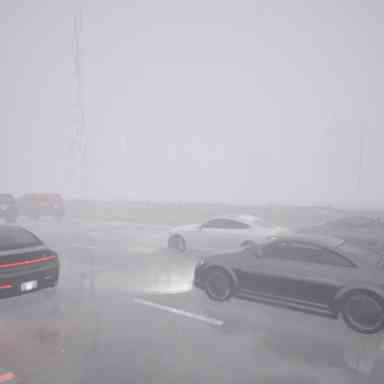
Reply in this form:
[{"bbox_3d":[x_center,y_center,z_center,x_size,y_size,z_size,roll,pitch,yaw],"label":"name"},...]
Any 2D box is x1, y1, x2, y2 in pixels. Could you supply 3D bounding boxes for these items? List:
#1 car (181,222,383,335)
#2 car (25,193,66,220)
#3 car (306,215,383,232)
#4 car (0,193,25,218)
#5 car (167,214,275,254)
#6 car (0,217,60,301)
[{"bbox_3d":[2.100,1.554,6.792,4.181,1.385,1.994,0,0,35],"label":"car"},{"bbox_3d":[-11.950,1.108,25.407,5.566,2.045,2.150,0,0,35],"label":"car"},{"bbox_3d":[6.073,1.553,12.557,4.181,1.385,1.994,0,0,35],"label":"car"},{"bbox_3d":[-13.987,1.108,22.560,5.566,2.045,2.150,0,0,35],"label":"car"},{"bbox_3d":[1.251,1.499,11.679,4.674,1.442,1.812,0,0,35],"label":"car"},{"bbox_3d":[-4.975,1.466,7.540,4.892,1.490,1.837,0,0,35],"label":"car"}]
